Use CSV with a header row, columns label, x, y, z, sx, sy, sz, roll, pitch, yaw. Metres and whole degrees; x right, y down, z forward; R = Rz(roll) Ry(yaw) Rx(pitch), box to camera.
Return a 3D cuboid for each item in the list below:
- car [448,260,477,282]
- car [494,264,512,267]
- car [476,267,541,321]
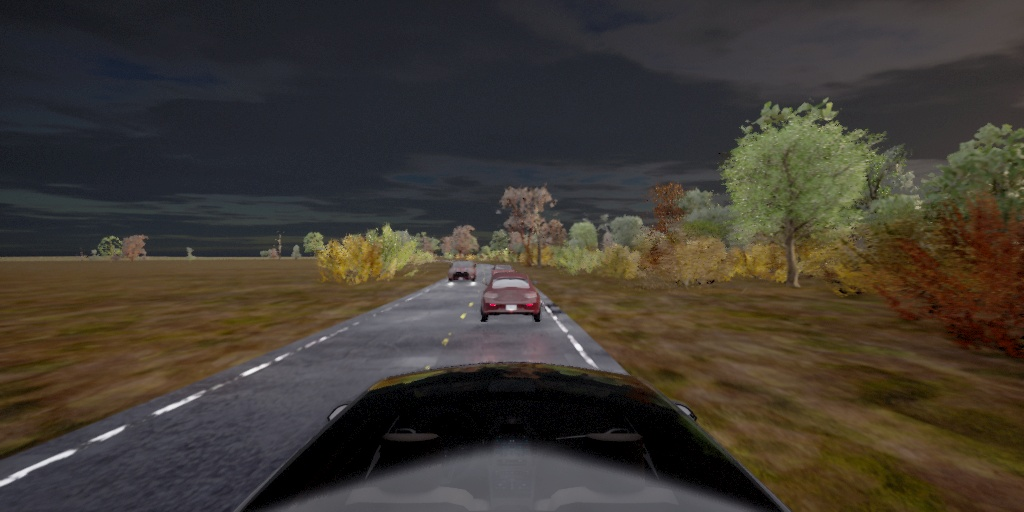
label,x,y,z,sx,sy,sz,roll,pitch,yaw
car,-3.952,1.117,29.186,2.097,1.767,4.553,0,0,-3
car,-0.797,1.363,30.097,1.895,1.301,4.718,0,0,-3
car,-0.069,1.279,12.334,1.812,1.442,4.674,0,0,-1
